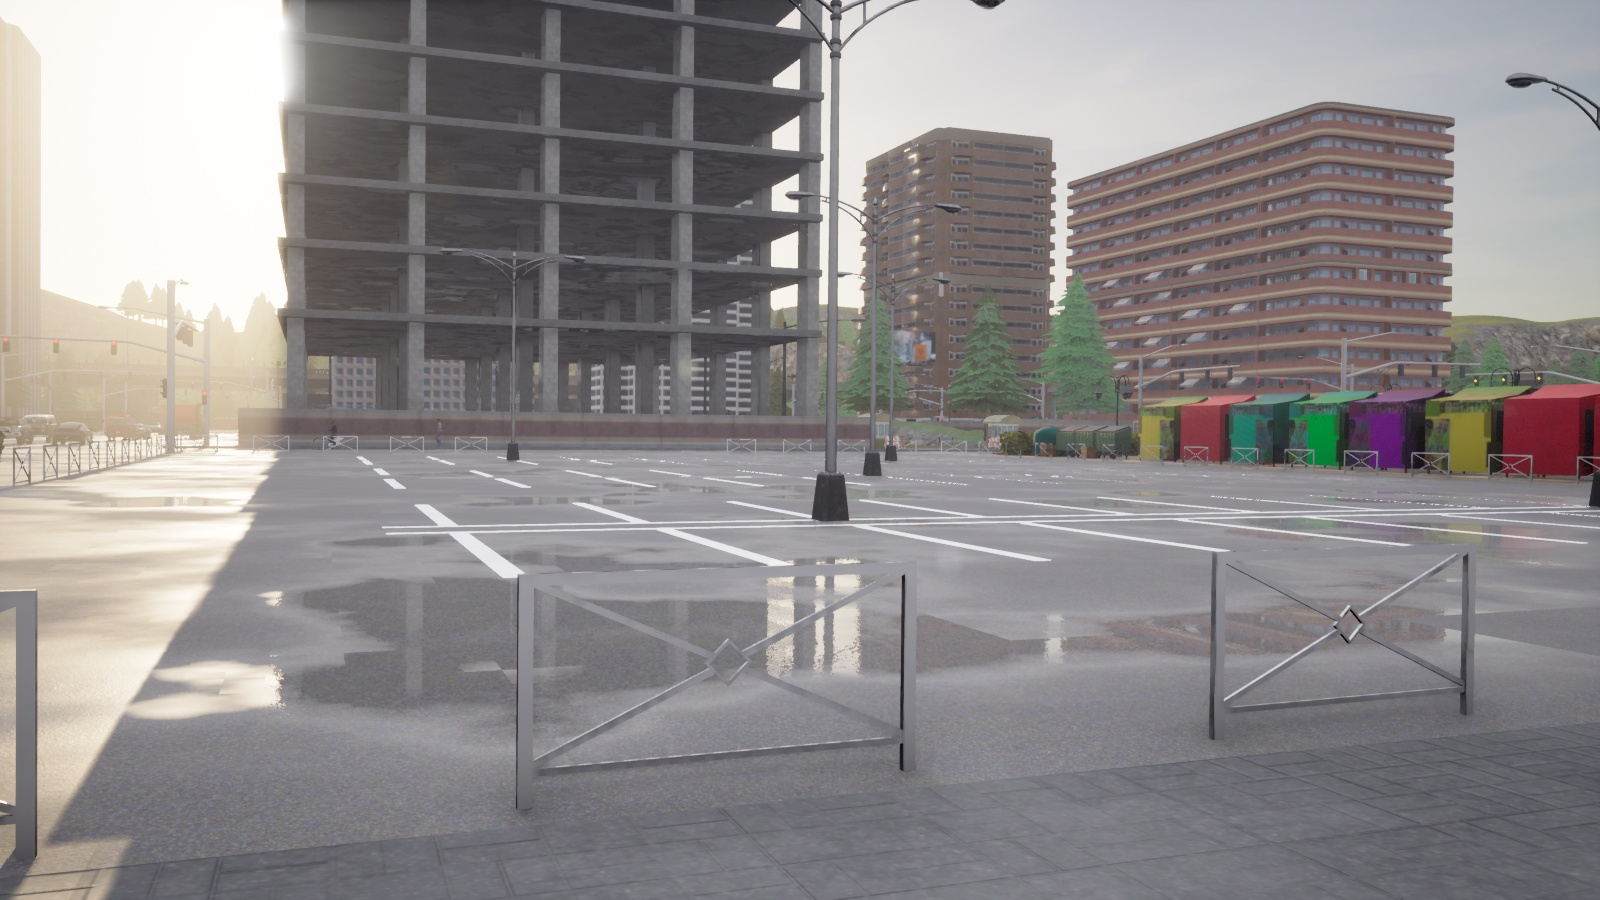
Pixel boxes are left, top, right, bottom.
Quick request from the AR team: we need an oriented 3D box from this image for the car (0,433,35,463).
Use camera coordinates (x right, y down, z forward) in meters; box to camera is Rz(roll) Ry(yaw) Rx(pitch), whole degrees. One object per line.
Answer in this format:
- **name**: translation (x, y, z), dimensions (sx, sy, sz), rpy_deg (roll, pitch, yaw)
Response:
- **car**: translation (-51.124, -0.155, 81.270), dimensions (1.932, 1.855, 4.605), rpy_deg (-1, 1, -21)

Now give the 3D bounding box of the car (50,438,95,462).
- **car**: translation (-48.048, -0.029, 83.039), dimensions (1.837, 1.490, 4.892), rpy_deg (-1, 1, -21)

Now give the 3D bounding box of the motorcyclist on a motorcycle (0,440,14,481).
- **motorcyclist on a motorcycle**: translation (-30.371, 0.392, 47.284), dimensions (0.866, 1.530, 2.191), rpy_deg (-1, 1, -21)
